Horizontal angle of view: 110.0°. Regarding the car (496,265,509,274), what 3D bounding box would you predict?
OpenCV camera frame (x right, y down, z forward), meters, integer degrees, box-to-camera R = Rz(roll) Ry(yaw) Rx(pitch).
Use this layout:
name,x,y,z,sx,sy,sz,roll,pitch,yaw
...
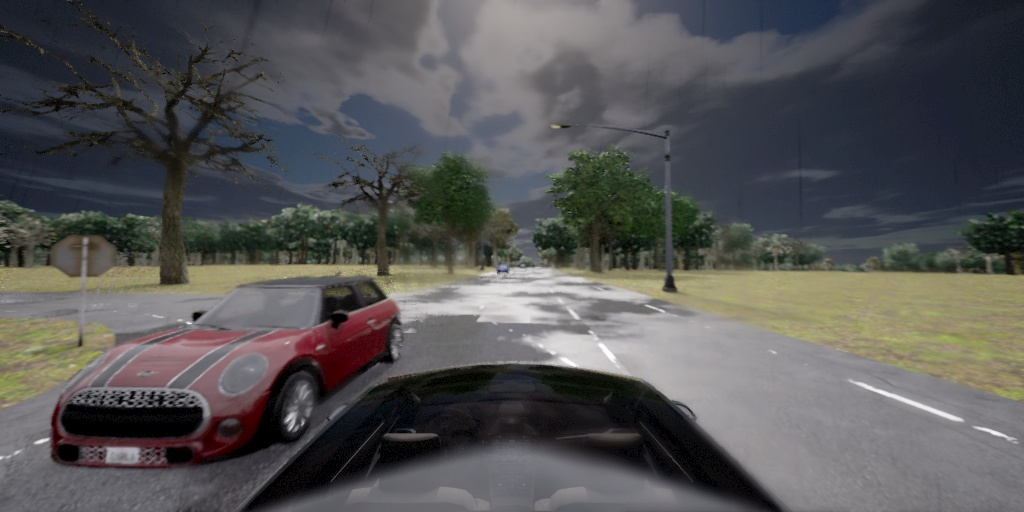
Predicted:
name,x,y,z,sx,sy,sz,roll,pitch,yaw
car,-1.494,2.181,59.285,1.882,1.535,5.008,0,-1,2

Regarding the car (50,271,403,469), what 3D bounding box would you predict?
name,x,y,z,sx,sy,sz,roll,pitch,yaw
car,-3.304,1.132,5.355,2.097,1.767,4.553,0,0,2
